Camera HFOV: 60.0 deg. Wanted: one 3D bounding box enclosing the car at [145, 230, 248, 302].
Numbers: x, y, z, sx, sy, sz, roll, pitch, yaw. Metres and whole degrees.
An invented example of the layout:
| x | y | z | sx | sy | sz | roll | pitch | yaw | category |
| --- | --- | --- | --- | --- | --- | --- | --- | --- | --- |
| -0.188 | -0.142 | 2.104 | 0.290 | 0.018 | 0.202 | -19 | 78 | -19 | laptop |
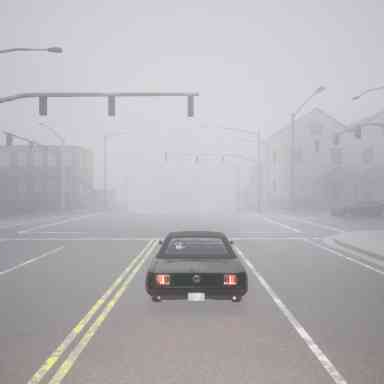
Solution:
| x | y | z | sx | sy | sz | roll | pitch | yaw | category |
| --- | --- | --- | --- | --- | --- | --- | --- | --- | --- |
| 0.101 | 1.601 | 8.210 | 1.895 | 1.301 | 4.718 | 0 | 0 | 0 | car |

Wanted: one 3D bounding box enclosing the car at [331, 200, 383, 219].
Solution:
| x | y | z | sx | sy | sz | roll | pitch | yaw | category |
| --- | --- | --- | --- | --- | --- | --- | --- | --- | --- |
| 14.368 | 1.478 | 28.161 | 5.008 | 1.535 | 1.882 | 0 | 0 | -1 | car |
